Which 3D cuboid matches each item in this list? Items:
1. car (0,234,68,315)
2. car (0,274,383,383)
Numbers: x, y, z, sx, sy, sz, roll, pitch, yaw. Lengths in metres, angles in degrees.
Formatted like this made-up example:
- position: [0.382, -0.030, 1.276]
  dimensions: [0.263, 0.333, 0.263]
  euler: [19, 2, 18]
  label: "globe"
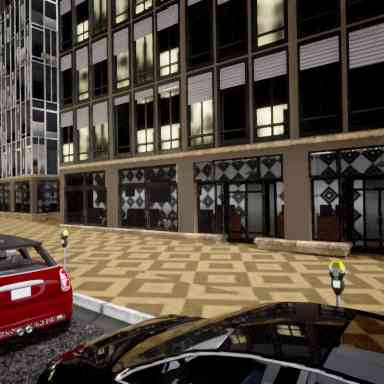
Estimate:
- position: [-3.933, 1.441, 5.833]
  dimensions: [4.097, 1.590, 1.967]
  euler: [0, -1, 37]
  label: "car"
- position: [0.642, 1.566, 2.454]
  dimensions: [4.313, 1.339, 1.947]
  euler: [0, -1, 36]
  label: "car"
